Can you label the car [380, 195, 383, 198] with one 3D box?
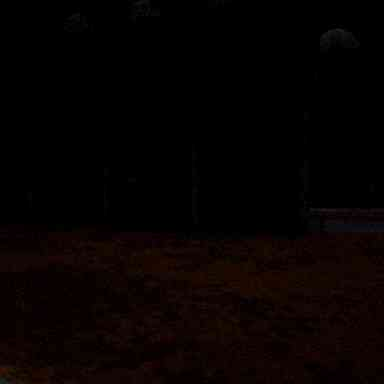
[{"bbox_3d":[45.281,1.333,75.975,3.988,1.617,1.851,0,0,18],"label":"car"}]
